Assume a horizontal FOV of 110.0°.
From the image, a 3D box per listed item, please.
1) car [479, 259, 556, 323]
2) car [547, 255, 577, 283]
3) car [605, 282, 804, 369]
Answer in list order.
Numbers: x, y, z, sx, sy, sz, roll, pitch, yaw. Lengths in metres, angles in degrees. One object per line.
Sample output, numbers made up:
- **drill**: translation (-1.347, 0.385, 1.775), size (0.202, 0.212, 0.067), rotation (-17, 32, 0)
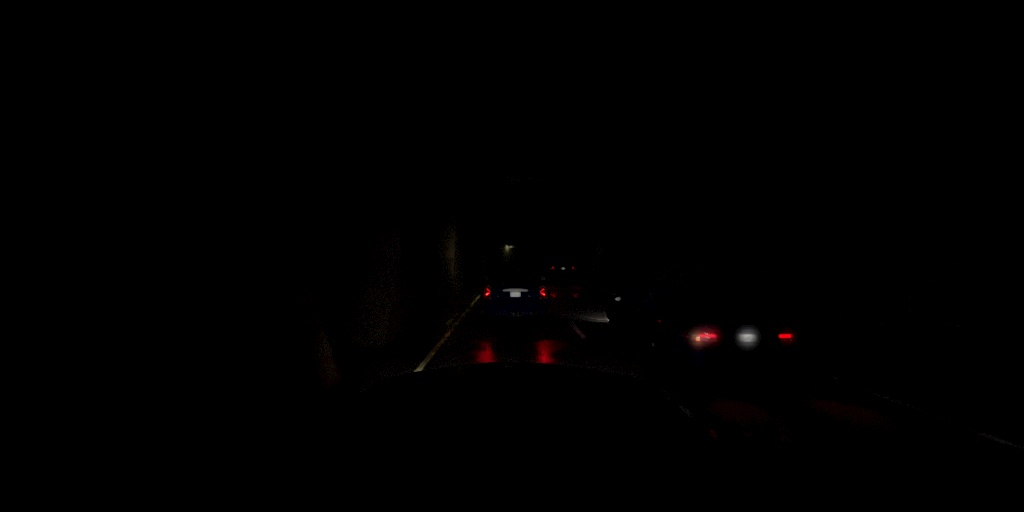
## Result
- **car**: translation (0.096, 1.098, 12.185), size (2.097, 1.767, 4.553), rotation (0, 0, 0)
- **car**: translation (3.590, 0.962, 27.788), size (2.150, 2.045, 5.566), rotation (0, 0, 0)
- **car**: translation (3.598, 1.295, 7.980), size (2.033, 1.411, 5.357), rotation (0, 0, 0)
